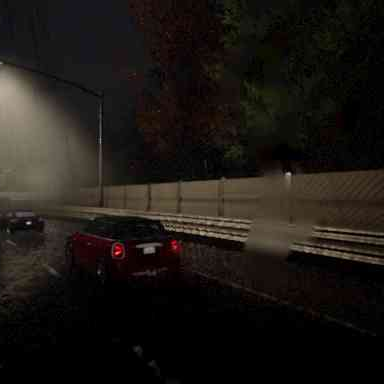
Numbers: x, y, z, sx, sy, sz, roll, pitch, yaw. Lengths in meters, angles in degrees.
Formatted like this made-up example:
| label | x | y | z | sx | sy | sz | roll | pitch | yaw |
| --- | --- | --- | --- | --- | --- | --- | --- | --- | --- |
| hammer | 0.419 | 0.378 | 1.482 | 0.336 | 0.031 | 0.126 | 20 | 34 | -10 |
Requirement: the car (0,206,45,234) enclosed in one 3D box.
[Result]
| label | x | y | z | sx | sy | sz | roll | pitch | yaw |
| --- | --- | --- | --- | --- | --- | --- | --- | --- | --- |
| car | -10.887 | 1.815 | 21.080 | 1.994 | 1.385 | 4.181 | 1 | -1 | -40 |

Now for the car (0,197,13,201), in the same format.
| label | x | y | z | sx | sy | sz | roll | pitch | yaw |
| --- | --- | --- | --- | --- | --- | --- | --- | --- | --- |
| car | -37.209 | 2.006 | 66.139 | 2.150 | 2.045 | 5.566 | 0 | -1 | -1 |

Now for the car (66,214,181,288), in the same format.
| label | x | y | z | sx | sy | sz | roll | pitch | yaw |
| --- | --- | --- | --- | --- | --- | --- | --- | --- | --- |
| car | -2.242 | 1.478 | 9.987 | 2.097 | 1.767 | 4.553 | 1 | -1 | -34 |
